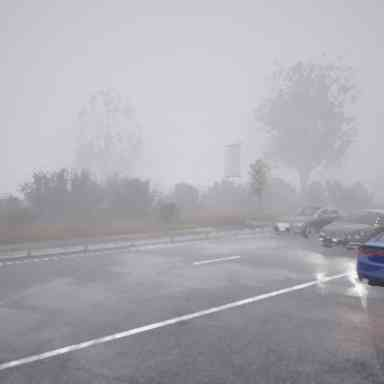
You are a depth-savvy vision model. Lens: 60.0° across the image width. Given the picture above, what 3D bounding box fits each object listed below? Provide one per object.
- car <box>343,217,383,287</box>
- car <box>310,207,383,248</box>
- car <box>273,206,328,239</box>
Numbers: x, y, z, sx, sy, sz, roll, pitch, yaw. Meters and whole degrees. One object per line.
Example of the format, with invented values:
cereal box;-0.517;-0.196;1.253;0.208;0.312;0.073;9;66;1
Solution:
car;5.999;1.469;8.113;5.008;1.535;1.882;0;0;-36
car;7.146;1.493;13.519;4.892;1.490;1.837;0;0;-36
car;6.240;1.479;17.192;4.902;1.511;2.128;0;0;-36
